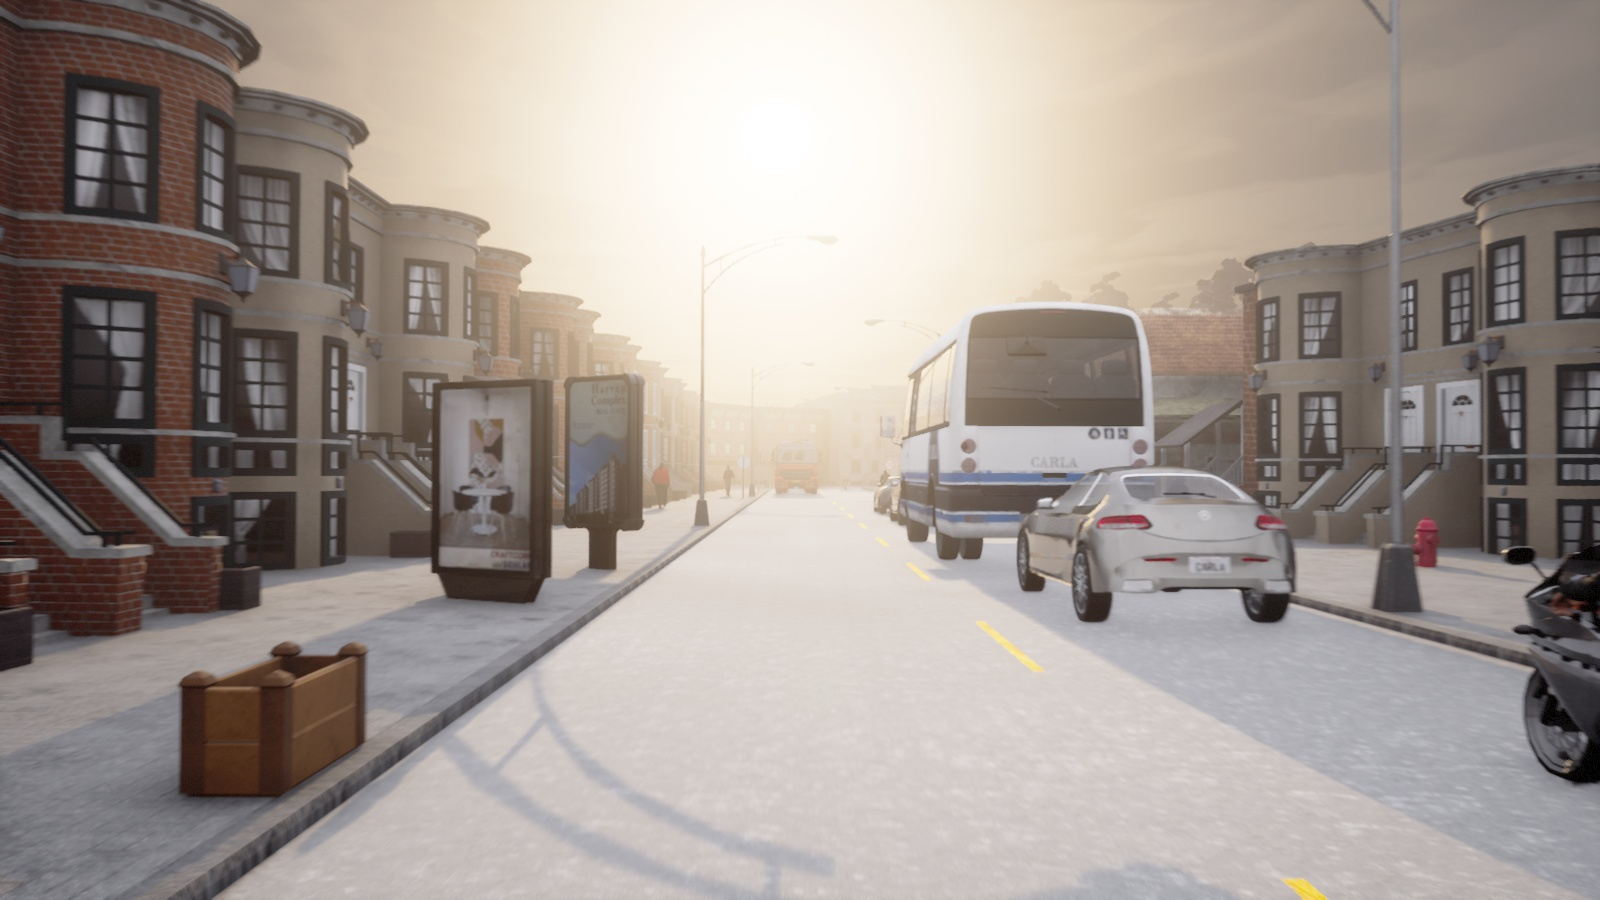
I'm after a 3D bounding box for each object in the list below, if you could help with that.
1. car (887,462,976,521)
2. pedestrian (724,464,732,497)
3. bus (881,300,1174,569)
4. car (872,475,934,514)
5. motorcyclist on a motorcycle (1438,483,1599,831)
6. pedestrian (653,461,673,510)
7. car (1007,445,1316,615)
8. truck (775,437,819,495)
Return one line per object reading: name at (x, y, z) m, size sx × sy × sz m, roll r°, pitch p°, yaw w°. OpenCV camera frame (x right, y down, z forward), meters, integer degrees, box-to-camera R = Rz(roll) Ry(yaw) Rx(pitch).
car at (3.905, 1.215, 38.119) m, size 2.152 × 1.651 × 5.027 m, roll 0°, pitch -1°, yaw 0°
pedestrian at (-4.049, 1.729, 71.102) m, size 0.376 × 1.854 × 0.720 m, roll 0°, pitch -1°, yaw 3°
bus at (3.933, -0.159, 25.048) m, size 3.944 × 4.253 × 10.273 m, roll 0°, pitch -1°, yaw 0°
car at (3.883, 1.662, 47.803) m, size 1.994 × 1.385 × 4.181 m, roll 0°, pitch -1°, yaw 0°
motorcyclist on a motorcycle at (3.985, 0.932, 5.877) m, size 0.866 × 1.530 × 2.191 m, roll 0°, pitch -1°, yaw 0°
pedestrian at (-5.216, 1.339, 47.876) m, size 0.634 × 1.844 × 0.899 m, roll 0°, pitch -1°, yaw 0°
car at (3.963, 0.826, 14.843) m, size 2.152 × 1.651 × 5.027 m, roll 0°, pitch -1°, yaw 0°
truck at (-0.234, 1.110, 87.251) m, size 2.891 × 3.827 × 8.468 m, roll 0°, pitch -1°, yaw 0°
